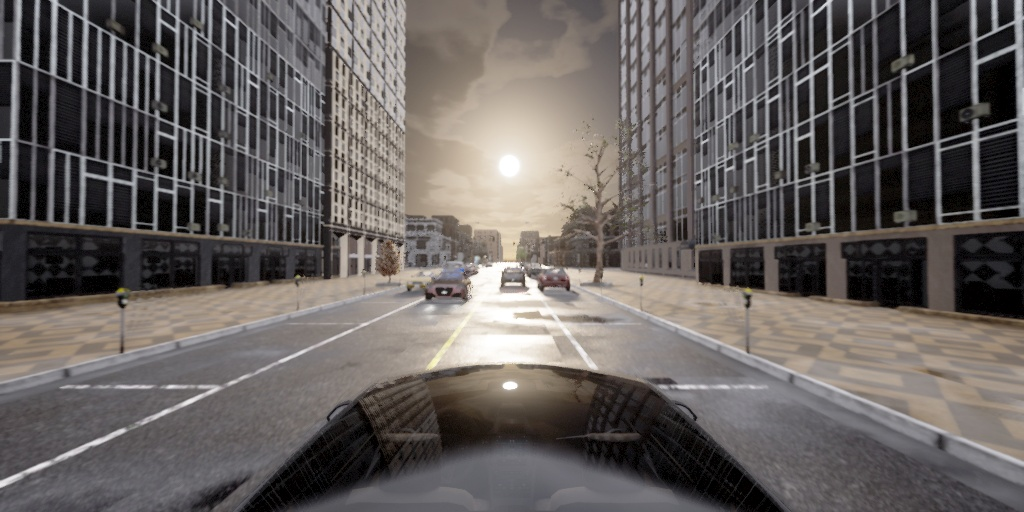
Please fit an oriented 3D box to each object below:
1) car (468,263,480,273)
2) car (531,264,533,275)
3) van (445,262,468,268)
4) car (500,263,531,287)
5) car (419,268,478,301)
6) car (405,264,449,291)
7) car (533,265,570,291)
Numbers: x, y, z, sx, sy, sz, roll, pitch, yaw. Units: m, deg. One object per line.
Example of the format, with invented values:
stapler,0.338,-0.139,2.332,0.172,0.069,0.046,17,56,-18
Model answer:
car,-5.688,1.668,46.809,1.967,1.591,4.097,0,0,0
car,2.692,1.719,41.100,2.007,1.370,4.403,0,0,0
van,-5.689,1.449,35.426,1.690,1.789,3.998,0,0,0
car,0.094,1.519,27.708,2.128,1.511,4.902,0,-1,0
car,-3.100,1.492,18.368,1.994,1.385,4.181,0,-1,0
car,-5.689,1.514,23.871,1.751,1.417,4.829,0,0,0
car,2.692,1.428,24.025,1.967,1.591,4.097,0,0,0
